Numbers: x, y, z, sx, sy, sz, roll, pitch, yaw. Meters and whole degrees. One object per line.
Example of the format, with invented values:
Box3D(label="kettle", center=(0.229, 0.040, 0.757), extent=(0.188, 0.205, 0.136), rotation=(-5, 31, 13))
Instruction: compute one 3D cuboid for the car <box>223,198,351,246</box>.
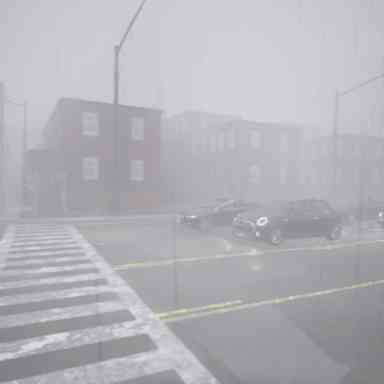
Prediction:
Box3D(label="car", center=(3.879, 1.044, 13.559), extent=(4.553, 1.767, 2.097), rotation=(0, 2, -26))

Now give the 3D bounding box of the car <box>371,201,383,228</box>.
Box3D(label="car", center=(12.033, 1.317, 17.591), extent=(4.718, 1.301, 1.895), rotation=(0, 2, -26))

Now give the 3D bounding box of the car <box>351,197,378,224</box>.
Box3D(label="car", center=(10.155, 1.085, 20.560), extent=(5.008, 1.535, 1.882), rotation=(0, 2, -26))

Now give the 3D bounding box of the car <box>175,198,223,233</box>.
Box3D(label="car", center=(1.586, 1.073, 16.335), extent=(4.902, 1.511, 2.128), rotation=(0, 2, -26))
